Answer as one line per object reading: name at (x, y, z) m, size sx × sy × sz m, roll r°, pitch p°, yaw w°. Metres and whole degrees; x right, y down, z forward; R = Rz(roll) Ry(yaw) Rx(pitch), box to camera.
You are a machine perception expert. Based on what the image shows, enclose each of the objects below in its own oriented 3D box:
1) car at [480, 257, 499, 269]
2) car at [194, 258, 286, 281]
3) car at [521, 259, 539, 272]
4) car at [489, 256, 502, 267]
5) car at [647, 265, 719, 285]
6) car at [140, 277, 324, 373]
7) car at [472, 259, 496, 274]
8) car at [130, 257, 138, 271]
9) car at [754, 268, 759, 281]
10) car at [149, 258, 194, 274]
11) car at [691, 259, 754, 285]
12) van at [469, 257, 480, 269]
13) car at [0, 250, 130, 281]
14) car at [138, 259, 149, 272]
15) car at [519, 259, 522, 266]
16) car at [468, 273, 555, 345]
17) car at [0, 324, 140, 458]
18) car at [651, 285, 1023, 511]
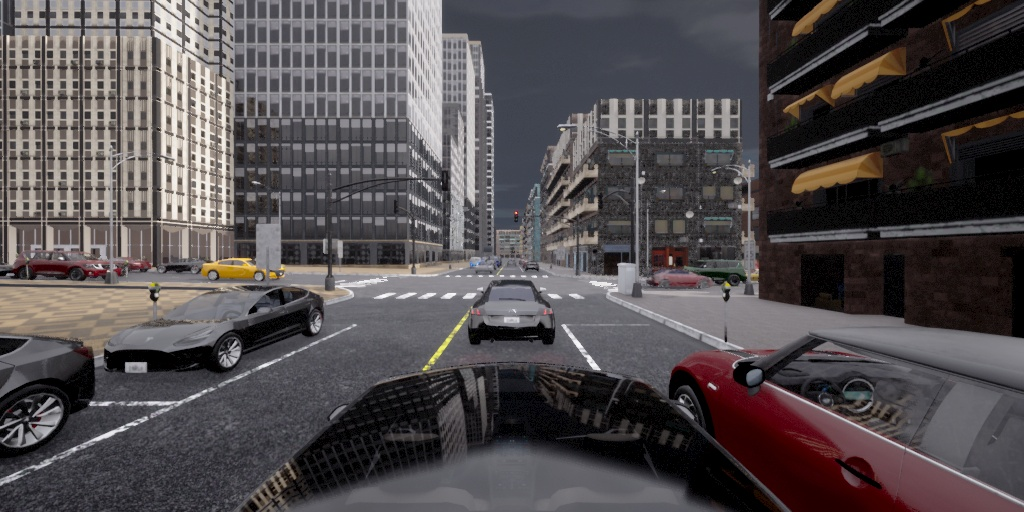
car at (-3.205, 1.260, 51.845) m, size 1.837 × 1.490 × 4.892 m, roll 0°, pitch 0°, yaw 0°
car at (-18.515, 0.913, 24.840) m, size 5.008 × 1.535 × 1.882 m, roll 1°, pitch 0°, yaw -1°
car at (2.592, 1.320, 47.274) m, size 1.948 × 1.339 × 4.313 m, roll 0°, pitch 0°, yaw 0°
car at (-3.205, 0.980, 62.318) m, size 2.150 × 2.045 × 5.566 m, roll 0°, pitch 0°, yaw 0°
car at (11.741, 1.569, 25.249) m, size 4.181 × 1.385 × 1.994 m, roll 1°, pitch 0°, yaw -1°
car at (-5.699, 1.315, 7.610) m, size 1.948 × 1.339 × 4.313 m, roll 0°, pitch 0°, yaw 0°
car at (-3.187, 1.354, 41.855) m, size 1.895 × 1.301 × 4.718 m, roll 0°, pitch 0°, yaw 0°
car at (-29.380, 0.732, 24.693) m, size 4.892 × 1.490 × 1.837 m, roll 3°, pitch 0°, yaw -1°
car at (21.302, 1.698, 31.172) m, size 4.829 × 1.417 × 1.751 m, roll 0°, pitch 0°, yaw -1°
car at (-27.550, 0.816, 30.510) m, size 4.313 × 1.339 × 1.948 m, roll 0°, pitch 0°, yaw -1°
car at (15.524, 1.290, 28.499) m, size 5.566 × 2.045 × 2.150 m, roll 1°, pitch 0°, yaw -1°
van at (-5.812, 1.097, 57.221) m, size 1.690 × 1.789 × 3.998 m, roll 0°, pitch 0°, yaw 0°
car at (-27.428, 0.591, 22.129) m, size 5.009 × 1.841 × 2.192 m, roll 0°, pitch 0°, yaw -1°
car at (-33.169, 0.727, 30.434) m, size 4.207 × 1.307 × 1.802 m, roll 0°, pitch 0°, yaw -1°
car at (2.568, 1.302, 57.241) m, size 1.888 × 1.381 × 4.507 m, roll 0°, pitch 0°, yaw 0°
car at (-0.013, 1.314, 9.540) m, size 1.994 × 1.385 × 4.181 m, roll 0°, pitch 0°, yaw 0°
car at (-5.688, 1.316, 2.364) m, size 1.948 × 1.339 × 4.313 m, roll 0°, pitch 0°, yaw 0°
car at (2.693, 1.190, 2.384) m, size 1.967 × 1.591 × 4.097 m, roll 0°, pitch 0°, yaw 0°
